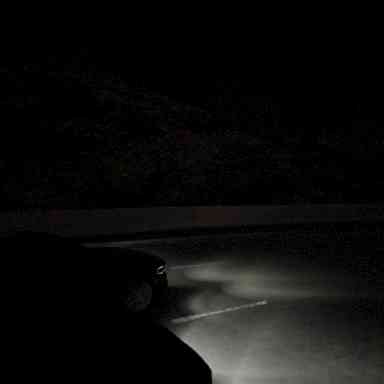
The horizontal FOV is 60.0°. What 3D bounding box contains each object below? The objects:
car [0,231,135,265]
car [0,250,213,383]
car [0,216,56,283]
[{"bbox_3d":[-2.800,1.428,5.743,5.008,1.535,1.882,0,0,-34],"label":"car"},{"bbox_3d":[-2.381,1.522,2.115,5.357,1.411,2.033,0,0,-34],"label":"car"},{"bbox_3d":[-6.327,1.469,8.021,5.357,1.411,2.033,0,0,-32],"label":"car"}]
